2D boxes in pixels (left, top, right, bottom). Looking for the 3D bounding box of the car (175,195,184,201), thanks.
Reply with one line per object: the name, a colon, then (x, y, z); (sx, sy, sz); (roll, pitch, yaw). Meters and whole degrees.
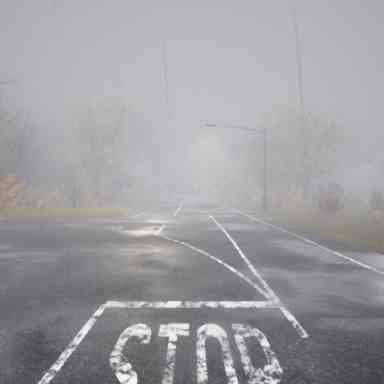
car: (-2.951, 1.564, 82.009); (2.033, 1.411, 5.357); (0, 0, 5)
